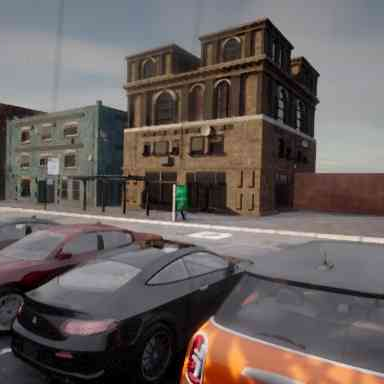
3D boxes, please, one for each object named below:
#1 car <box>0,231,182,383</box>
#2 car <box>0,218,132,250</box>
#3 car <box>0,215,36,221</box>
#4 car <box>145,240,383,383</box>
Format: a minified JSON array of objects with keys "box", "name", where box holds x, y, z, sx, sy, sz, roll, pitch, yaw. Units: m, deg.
[{"box":[-0.382,1.507,5.416,2.002,1.452,4.674,1,0,35],"name":"car"},{"box":[-2.648,1.450,7.043,2.097,1.535,5.008,1,0,35],"name":"car"},{"box":[-4.919,1.425,8.662,2.097,1.535,5.008,1,0,36],"name":"car"},{"box":[1.871,1.350,3.774,2.185,1.767,4.553,0,0,36],"name":"car"}]
